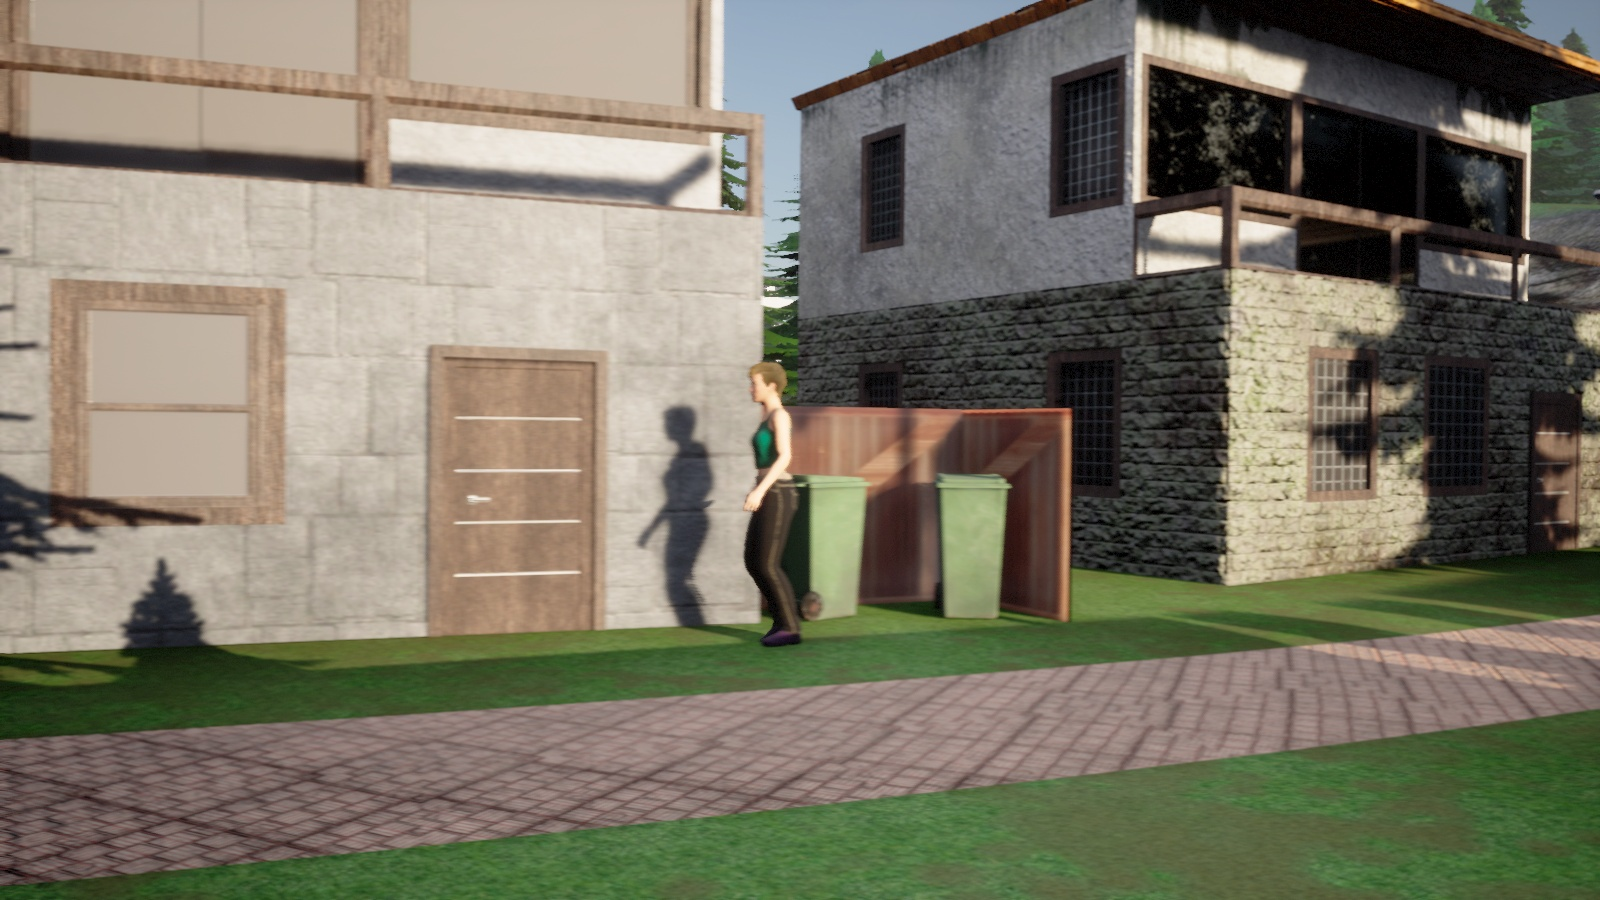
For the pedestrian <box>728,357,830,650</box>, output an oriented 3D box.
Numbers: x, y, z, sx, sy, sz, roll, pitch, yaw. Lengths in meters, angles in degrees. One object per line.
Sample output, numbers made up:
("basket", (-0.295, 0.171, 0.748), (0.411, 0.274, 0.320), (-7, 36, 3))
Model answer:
("pedestrian", (-0.139, 0.329, 8.079), (0.594, 1.836, 0.345), (-1, 1, -9))
